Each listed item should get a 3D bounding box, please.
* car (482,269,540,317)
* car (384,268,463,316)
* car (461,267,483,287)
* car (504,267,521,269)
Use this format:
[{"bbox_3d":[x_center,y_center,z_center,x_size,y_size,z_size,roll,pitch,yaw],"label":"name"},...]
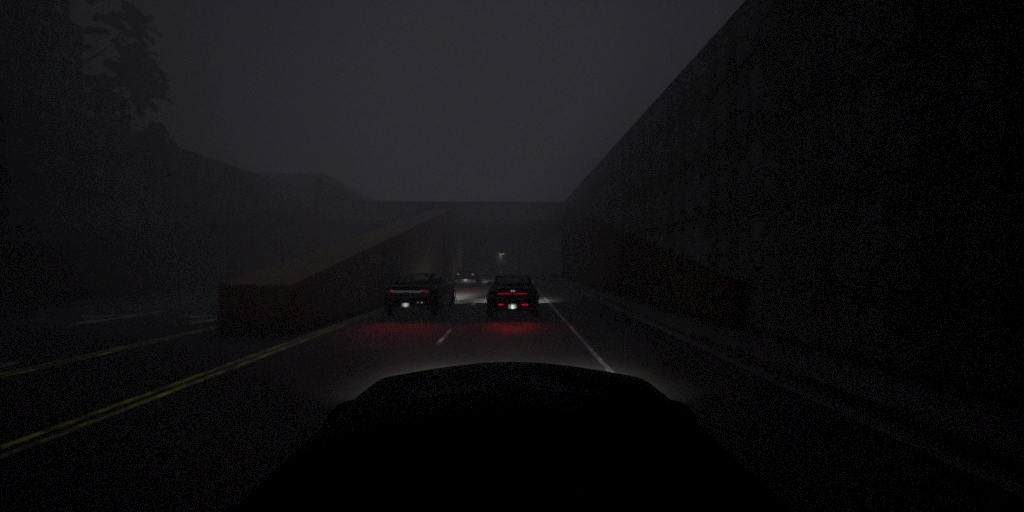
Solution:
[{"bbox_3d":[0.041,1.429,14.155,1.837,1.490,4.892,0,0,0],"label":"car"},{"bbox_3d":[-3.459,1.415,14.129,2.128,1.511,4.902,0,-1,0],"label":"car"},{"bbox_3d":[-3.464,1.623,29.130,2.128,1.511,4.902,0,-1,0],"label":"car"},{"bbox_3d":[0.036,1.638,29.171,1.837,1.490,4.892,0,0,0],"label":"car"}]
